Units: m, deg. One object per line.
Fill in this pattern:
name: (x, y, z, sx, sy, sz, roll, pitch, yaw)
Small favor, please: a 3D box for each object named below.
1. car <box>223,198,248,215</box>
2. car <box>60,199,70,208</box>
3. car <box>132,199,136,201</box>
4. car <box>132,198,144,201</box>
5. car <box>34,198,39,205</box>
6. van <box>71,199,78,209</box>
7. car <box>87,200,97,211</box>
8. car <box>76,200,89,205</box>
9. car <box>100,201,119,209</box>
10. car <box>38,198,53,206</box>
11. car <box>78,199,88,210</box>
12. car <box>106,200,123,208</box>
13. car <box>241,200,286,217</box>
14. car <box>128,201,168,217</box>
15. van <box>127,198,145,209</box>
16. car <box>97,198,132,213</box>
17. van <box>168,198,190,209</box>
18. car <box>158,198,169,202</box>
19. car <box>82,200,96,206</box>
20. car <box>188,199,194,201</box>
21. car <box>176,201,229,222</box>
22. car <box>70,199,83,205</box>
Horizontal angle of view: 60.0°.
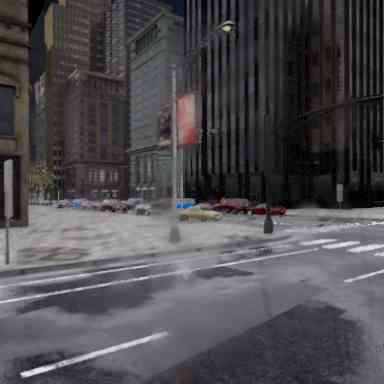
car: (4.671, 1.652, 38.614, 2.192, 1.841, 5.009, -1, 0, -35)
car: (-24.905, 2.344, 65.533, 1.967, 1.590, 4.097, -1, 0, -35)
car: (-10.977, 2.168, 50.601, 2.033, 1.411, 5.357, 0, -1, -35)
car: (-9.500, 2.120, 53.881, 2.128, 1.511, 4.902, 0, -1, -35)
car: (-37.355, 2.761, 83.072, 1.802, 1.307, 4.206, -1, 0, -35)
van: (-19.147, 2.112, 57.420, 1.690, 1.788, 3.998, -1, 0, -35)
car: (-13.486, 2.185, 49.453, 1.887, 1.381, 4.507, -1, 0, -35)
car: (-27.697, 2.645, 84.195, 1.947, 1.339, 4.313, -1, 0, -35)
car: (-15.555, 2.370, 62.338, 1.895, 1.301, 4.718, 0, -1, -35)
car: (-34.243, 2.657, 78.688, 1.887, 1.381, 4.507, -1, 0, -35)
car: (-16.316, 2.146, 53.436, 1.967, 1.590, 4.097, -1, 0, -35)
car: (-15.649, 2.391, 67.227, 1.802, 1.307, 4.206, -1, 0, -35)
car: (7.616, 1.812, 34.462, 1.887, 1.381, 4.507, -1, 0, -35)
car: (-5.000, 1.993, 37.502, 2.008, 1.369, 4.403, -1, 0, -35)
van: (-10.030, 2.022, 59.370, 1.690, 1.788, 3.998, -1, 0, -35)
car: (-10.662, 1.890, 45.469, 2.192, 1.841, 5.009, -1, 0, -35)
van: (-1.210, 1.816, 46.916, 1.690, 1.788, 3.998, -1, 0, -35)
car: (-4.150, 1.859, 51.067, 2.192, 1.841, 5.009, -1, 0, -35)
car: (-24.684, 2.580, 79.952, 1.947, 1.339, 4.313, -1, 0, -35)
car: (1.736, 1.988, 42.765, 1.802, 1.307, 4.206, -1, 0, -35)
car: (0.755, 1.832, 29.396, 1.752, 1.417, 4.829, -1, 0, -35)
car: (-30.708, 2.695, 88.436, 2.008, 1.369, 4.403, -1, 0, -35)
